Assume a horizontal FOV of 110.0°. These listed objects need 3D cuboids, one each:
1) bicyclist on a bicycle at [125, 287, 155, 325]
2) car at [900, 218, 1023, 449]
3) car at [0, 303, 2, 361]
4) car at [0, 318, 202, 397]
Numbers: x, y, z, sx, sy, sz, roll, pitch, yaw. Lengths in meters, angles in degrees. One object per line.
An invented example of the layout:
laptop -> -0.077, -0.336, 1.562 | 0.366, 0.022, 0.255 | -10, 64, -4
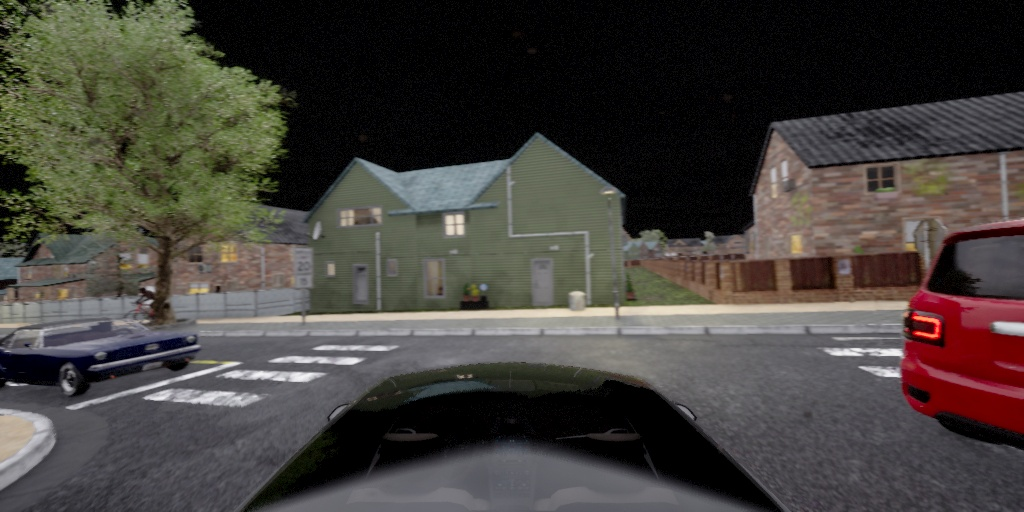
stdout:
bicyclist on a bicycle -> -16.522, 2.231, 16.266 | 0.582, 1.620, 1.656 | -2, 1, 17
car -> 6.069, 0.569, 2.936 | 5.566, 2.045, 2.150 | -4, -2, -16
car -> -18.104, 2.461, 10.652 | 4.553, 1.767, 2.097 | -4, -2, 17
car -> -9.402, 2.073, 7.942 | 4.718, 1.301, 1.895 | -4, -2, 17
